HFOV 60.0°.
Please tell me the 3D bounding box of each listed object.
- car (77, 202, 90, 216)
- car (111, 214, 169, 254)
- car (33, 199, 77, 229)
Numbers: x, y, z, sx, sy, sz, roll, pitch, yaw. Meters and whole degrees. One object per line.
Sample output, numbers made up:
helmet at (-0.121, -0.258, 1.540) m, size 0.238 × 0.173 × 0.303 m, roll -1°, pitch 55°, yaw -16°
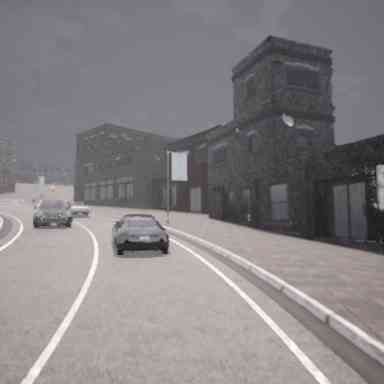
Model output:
car at (-11.314, 1.559, 31.394) m, size 1.895 × 1.301 × 4.718 m, roll 3°, pitch -1°, yaw -37°
car at (-2.216, 1.591, 13.662) m, size 1.994 × 1.385 × 4.181 m, roll 1°, pitch 0°, yaw -16°
car at (-8.916, 1.273, 21.210) m, size 2.097 × 1.767 × 4.553 m, roll 2°, pitch 0°, yaw -26°
